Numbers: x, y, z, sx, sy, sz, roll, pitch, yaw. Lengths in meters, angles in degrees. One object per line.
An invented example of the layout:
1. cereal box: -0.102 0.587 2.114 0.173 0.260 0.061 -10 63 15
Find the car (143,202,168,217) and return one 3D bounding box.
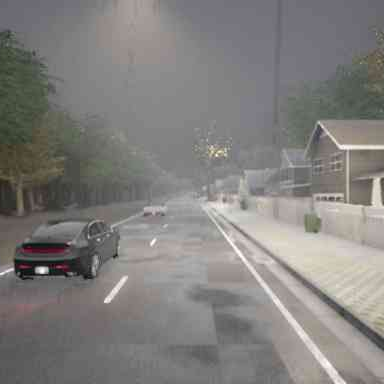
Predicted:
1. car: -3.403 1.629 31.773 1.895 1.301 4.718 0 0 0

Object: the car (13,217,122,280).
1. car: -3.403 1.518 9.969 1.837 1.490 4.892 0 0 0
